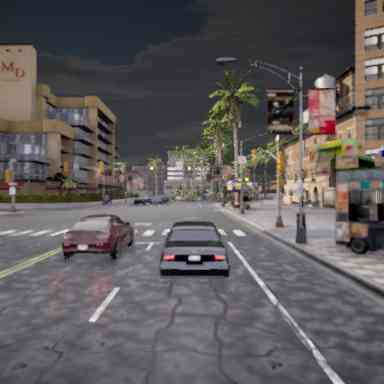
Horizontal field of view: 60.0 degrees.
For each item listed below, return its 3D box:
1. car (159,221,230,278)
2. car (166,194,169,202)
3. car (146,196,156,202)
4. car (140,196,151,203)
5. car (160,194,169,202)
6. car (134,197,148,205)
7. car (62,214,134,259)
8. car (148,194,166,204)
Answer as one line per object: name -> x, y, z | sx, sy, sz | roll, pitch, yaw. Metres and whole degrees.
car -> 0.059, 1.592, 10.228 | 2.033, 1.411, 5.357 | 0, 0, 0
car -> -7.228, 1.560, 77.708 | 2.150, 2.045, 5.566 | 0, 0, 0
car -> -10.758, 1.918, 87.782 | 2.033, 1.411, 5.357 | 0, 0, 0
car -> -10.727, 1.812, 77.485 | 1.882, 1.535, 5.008 | 0, 0, 0
car -> -7.265, 1.606, 88.456 | 2.150, 2.045, 5.566 | 0, 0, 0
car -> -10.700, 1.891, 68.341 | 1.895, 1.301, 4.718 | 0, 0, 0
car -> -3.448, 1.581, 12.786 | 1.812, 1.442, 4.674 | 0, 0, 0
car -> -7.200, 1.647, 68.367 | 2.097, 1.767, 4.553 | 0, 0, 0
